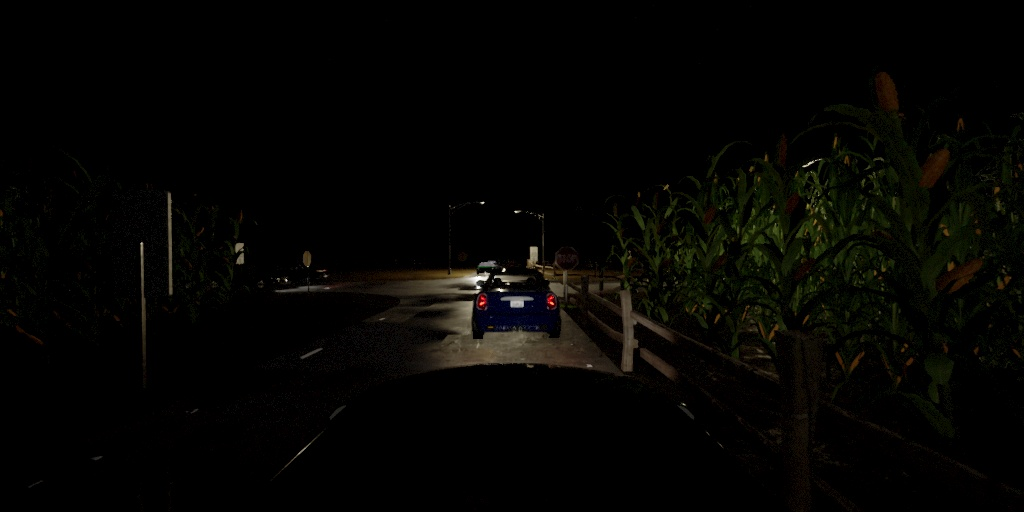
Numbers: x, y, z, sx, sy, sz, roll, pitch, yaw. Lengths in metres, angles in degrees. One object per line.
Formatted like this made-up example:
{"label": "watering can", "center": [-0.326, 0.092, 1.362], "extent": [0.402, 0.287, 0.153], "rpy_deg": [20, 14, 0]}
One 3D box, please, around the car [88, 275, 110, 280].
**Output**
{"label": "car", "center": [-25.461, 1.378, 22.497], "extent": [4.181, 1.385, 1.994], "rpy_deg": [0, 1, 1]}

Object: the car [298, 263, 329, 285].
{"label": "car", "center": [-15.585, 1.238, 25.361], "extent": [4.902, 1.511, 2.128], "rpy_deg": [0, 1, 0]}

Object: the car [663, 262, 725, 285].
{"label": "car", "center": [12.827, 1.196, 25.329], "extent": [5.008, 1.535, 1.882], "rpy_deg": [0, 1, -2]}

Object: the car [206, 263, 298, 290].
{"label": "car", "center": [-16.556, 1.296, 22.464], "extent": [4.892, 1.490, 1.837], "rpy_deg": [0, 1, 0]}

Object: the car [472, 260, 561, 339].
{"label": "car", "center": [0.046, 1.100, 10.209], "extent": [2.097, 1.767, 4.553], "rpy_deg": [0, 0, -2]}

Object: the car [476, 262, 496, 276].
{"label": "car", "center": [-2.726, 1.334, 38.095], "extent": [1.895, 1.301, 4.718], "rpy_deg": [0, 0, -2]}
